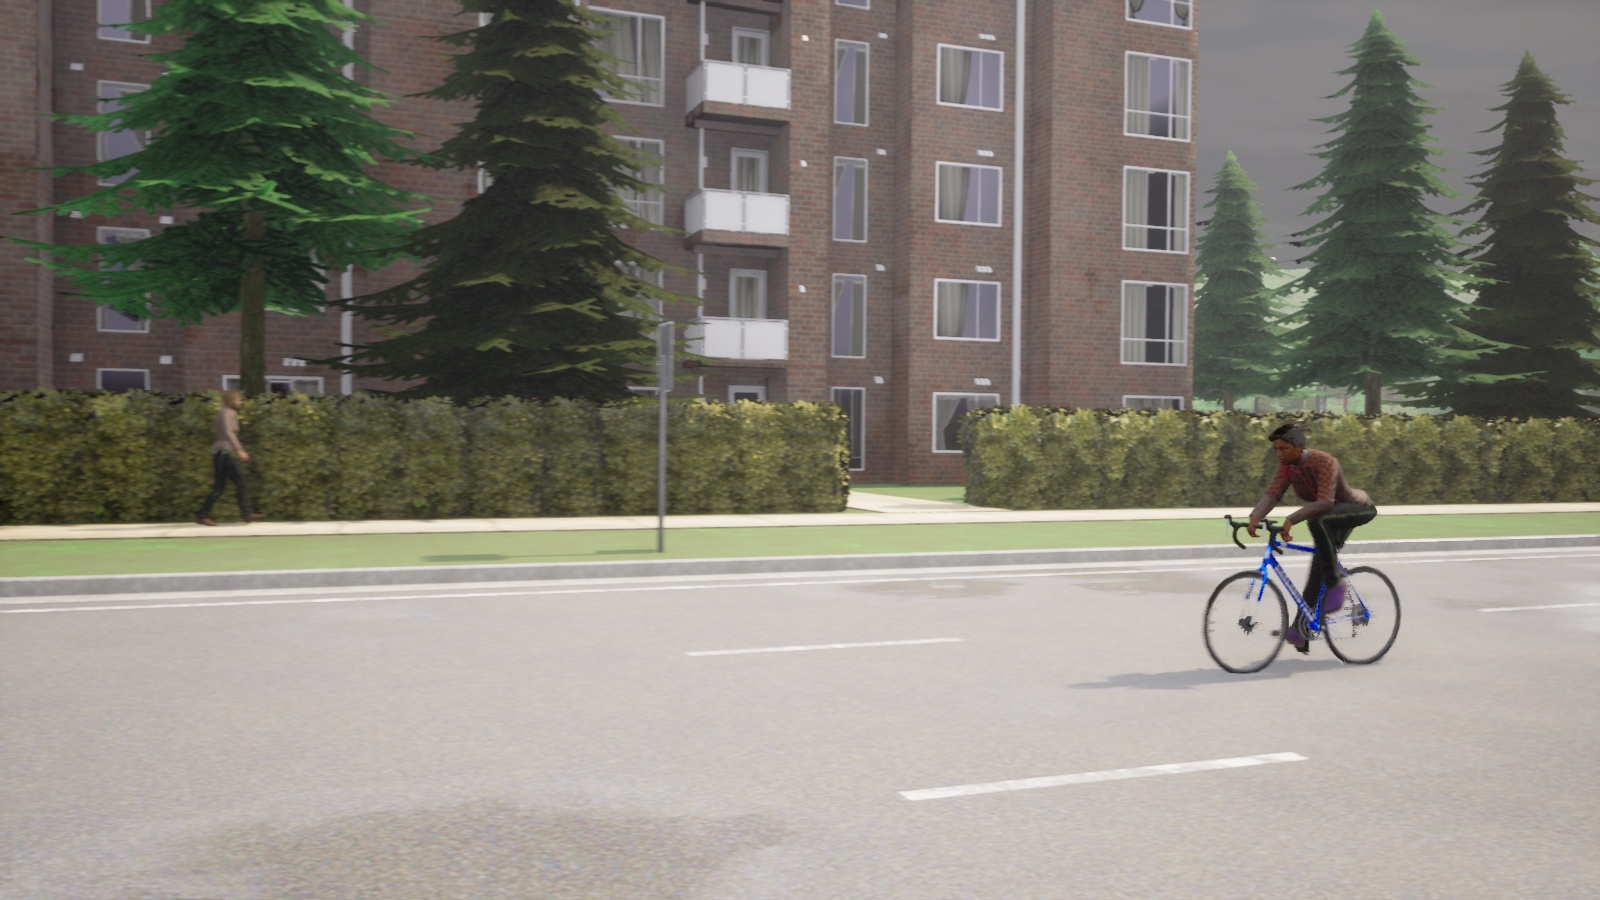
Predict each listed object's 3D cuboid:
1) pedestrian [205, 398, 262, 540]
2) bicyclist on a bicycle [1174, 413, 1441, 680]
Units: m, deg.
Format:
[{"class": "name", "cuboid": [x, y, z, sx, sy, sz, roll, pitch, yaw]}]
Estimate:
[{"class": "pedestrian", "cuboid": [-7.449, 0.239, 16.515, 0.634, 1.846, 0.331, -1, 1, -20]}, {"class": "bicyclist on a bicycle", "cuboid": [3.337, 0.581, 8.249, 1.656, 1.620, 0.582, -1, 1, -21]}]
